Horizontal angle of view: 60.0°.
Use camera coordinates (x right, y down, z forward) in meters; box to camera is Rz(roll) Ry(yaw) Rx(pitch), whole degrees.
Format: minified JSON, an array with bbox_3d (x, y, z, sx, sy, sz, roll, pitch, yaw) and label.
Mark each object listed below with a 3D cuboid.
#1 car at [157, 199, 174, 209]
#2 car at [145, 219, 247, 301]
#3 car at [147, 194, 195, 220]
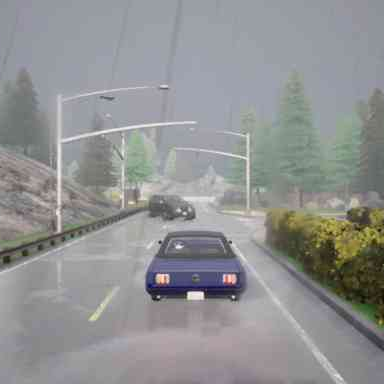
[{"bbox_3d":[-3.596,1.597,45.634,1.895,1.301,4.718,0,0,0],"label":"car"},{"bbox_3d":[0.081,1.600,8.263,1.895,1.301,4.718,0,0,0],"label":"car"},{"bbox_3d":[-1.840,1.237,27.123,2.150,2.045,5.566,0,1,-28],"label":"car"}]
